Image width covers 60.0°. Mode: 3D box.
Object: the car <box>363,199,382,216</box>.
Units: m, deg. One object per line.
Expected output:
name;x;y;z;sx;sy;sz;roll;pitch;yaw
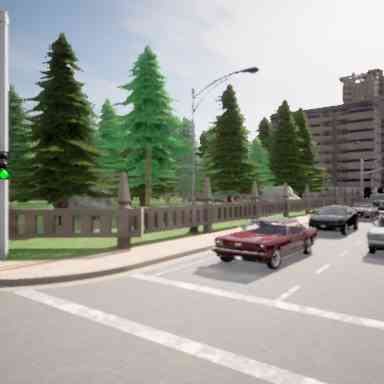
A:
car;13.916;1.566;27.086;1.994;1.385;4.181;0;0;35

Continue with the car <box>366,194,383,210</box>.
car;20.179;1.223;35.780;2.150;2.045;5.566;0;0;36

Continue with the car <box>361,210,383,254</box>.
car;8.090;1.601;12.907;1.895;1.301;4.718;0;0;36

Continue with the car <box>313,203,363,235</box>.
car;8.159;1.481;19.025;1.882;1.535;5.008;0;0;36

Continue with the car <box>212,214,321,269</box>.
car;2.664;1.604;11.413;1.895;1.301;4.718;0;0;37
